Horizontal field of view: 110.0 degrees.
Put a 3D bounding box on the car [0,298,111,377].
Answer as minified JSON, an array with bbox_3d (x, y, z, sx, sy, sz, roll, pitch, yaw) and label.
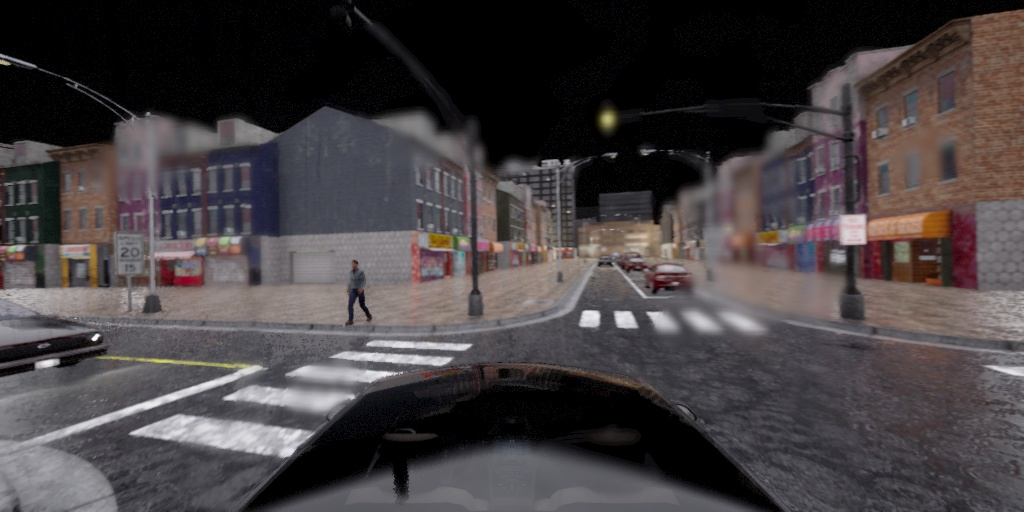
[{"bbox_3d":[-10.395,1.469,6.487,5.357,1.411,2.033,-1,0,10],"label":"car"}]

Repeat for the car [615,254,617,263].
[{"bbox_3d":[15.416,0.646,48.997,1.802,1.307,4.207,0,0,14],"label":"car"}]

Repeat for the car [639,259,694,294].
[{"bbox_3d":[7.483,1.001,17.356,1.888,1.381,4.507,0,0,14],"label":"car"}]

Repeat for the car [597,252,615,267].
[{"bbox_3d":[12.240,0.652,47.228,1.837,1.490,4.892,-1,0,14],"label":"car"}]

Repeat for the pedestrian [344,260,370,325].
[{"bbox_3d":[-4.266,0.943,9.854,0.375,1.860,0.375,-1,0,14],"label":"pedestrian"}]

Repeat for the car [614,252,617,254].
[{"bbox_3d":[18.061,0.495,59.545,2.007,1.370,4.403,0,0,14],"label":"car"}]

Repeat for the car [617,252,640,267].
[{"bbox_3d":[12.772,0.504,38.450,2.192,1.841,5.009,0,0,14],"label":"car"}]

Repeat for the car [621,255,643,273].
[{"bbox_3d":[11.449,0.799,33.177,1.888,1.381,4.507,0,0,14],"label":"car"}]
